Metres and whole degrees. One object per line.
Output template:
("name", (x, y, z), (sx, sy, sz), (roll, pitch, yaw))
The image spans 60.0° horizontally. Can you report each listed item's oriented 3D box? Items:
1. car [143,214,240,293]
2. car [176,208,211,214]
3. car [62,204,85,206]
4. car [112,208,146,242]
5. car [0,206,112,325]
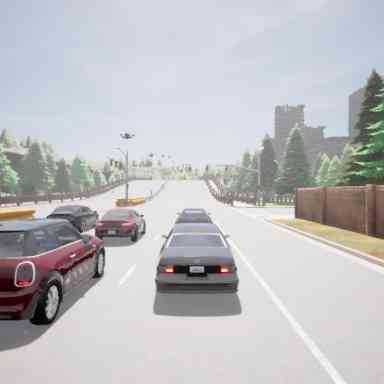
("car", (0.100, 1.547, 8.965), (2.033, 1.411, 5.357), (0, 0, 0))
("car", (0.101, 1.564, 18.205), (1.994, 1.385, 4.181), (0, 0, 0))
("car", (-6.901, 1.503, 19.734), (1.837, 1.490, 4.892), (0, -1, 0))
("car", (-3.402, 1.526, 16.255), (1.812, 1.442, 4.674), (0, 0, -1))
("car", (-3.401, 1.352, 7.260), (2.097, 1.767, 4.553), (0, 0, 0))
